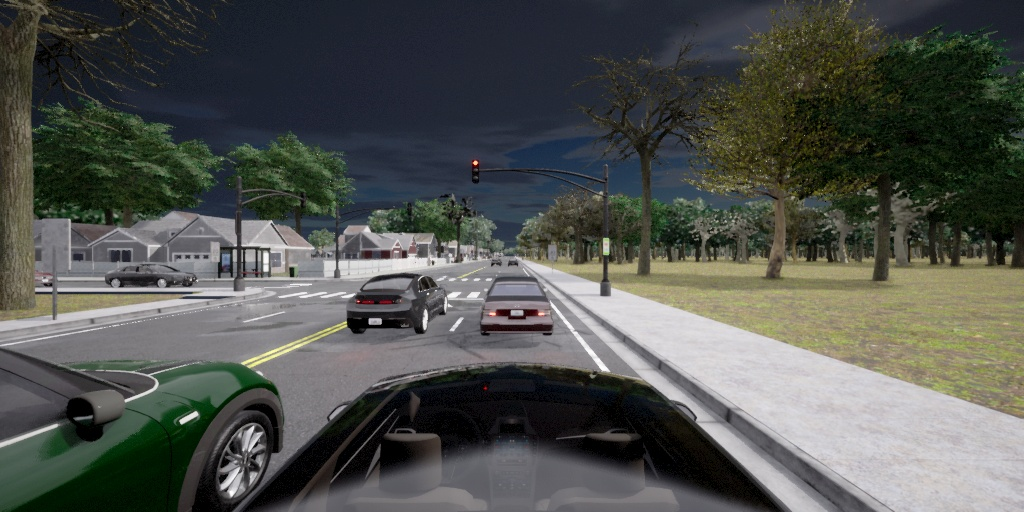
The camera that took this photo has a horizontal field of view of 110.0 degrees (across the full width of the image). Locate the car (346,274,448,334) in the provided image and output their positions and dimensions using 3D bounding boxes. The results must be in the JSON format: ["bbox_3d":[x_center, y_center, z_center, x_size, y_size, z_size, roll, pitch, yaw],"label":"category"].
[{"bbox_3d":[-3.143,1.254,10.643,1.837,1.490,4.892,0,0,0],"label":"car"}]

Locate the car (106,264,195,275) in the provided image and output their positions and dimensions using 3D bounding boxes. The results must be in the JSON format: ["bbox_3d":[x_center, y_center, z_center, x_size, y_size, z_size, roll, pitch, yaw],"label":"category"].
[{"bbox_3d":[-22.909,1.285,22.879,4.892,1.490,1.837,0,0,0],"label":"car"}]

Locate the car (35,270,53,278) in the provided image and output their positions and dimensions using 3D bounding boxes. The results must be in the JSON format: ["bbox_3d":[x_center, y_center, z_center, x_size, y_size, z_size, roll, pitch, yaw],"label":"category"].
[{"bbox_3d":[-32.197,1.322,22.956,4.674,1.442,1.812,0,0,0],"label":"car"}]

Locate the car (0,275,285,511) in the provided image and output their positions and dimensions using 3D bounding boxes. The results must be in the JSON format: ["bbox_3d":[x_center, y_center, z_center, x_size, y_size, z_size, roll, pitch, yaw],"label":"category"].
[{"bbox_3d":[-3.148,1.102,1.446,2.097,1.767,4.553,0,0,0],"label":"car"}]

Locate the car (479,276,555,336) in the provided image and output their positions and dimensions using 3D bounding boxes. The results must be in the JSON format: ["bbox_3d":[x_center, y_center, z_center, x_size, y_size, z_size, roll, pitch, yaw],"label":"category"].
[{"bbox_3d":[0.114,1.297,10.392,2.033,1.411,5.357,0,0,0],"label":"car"}]
